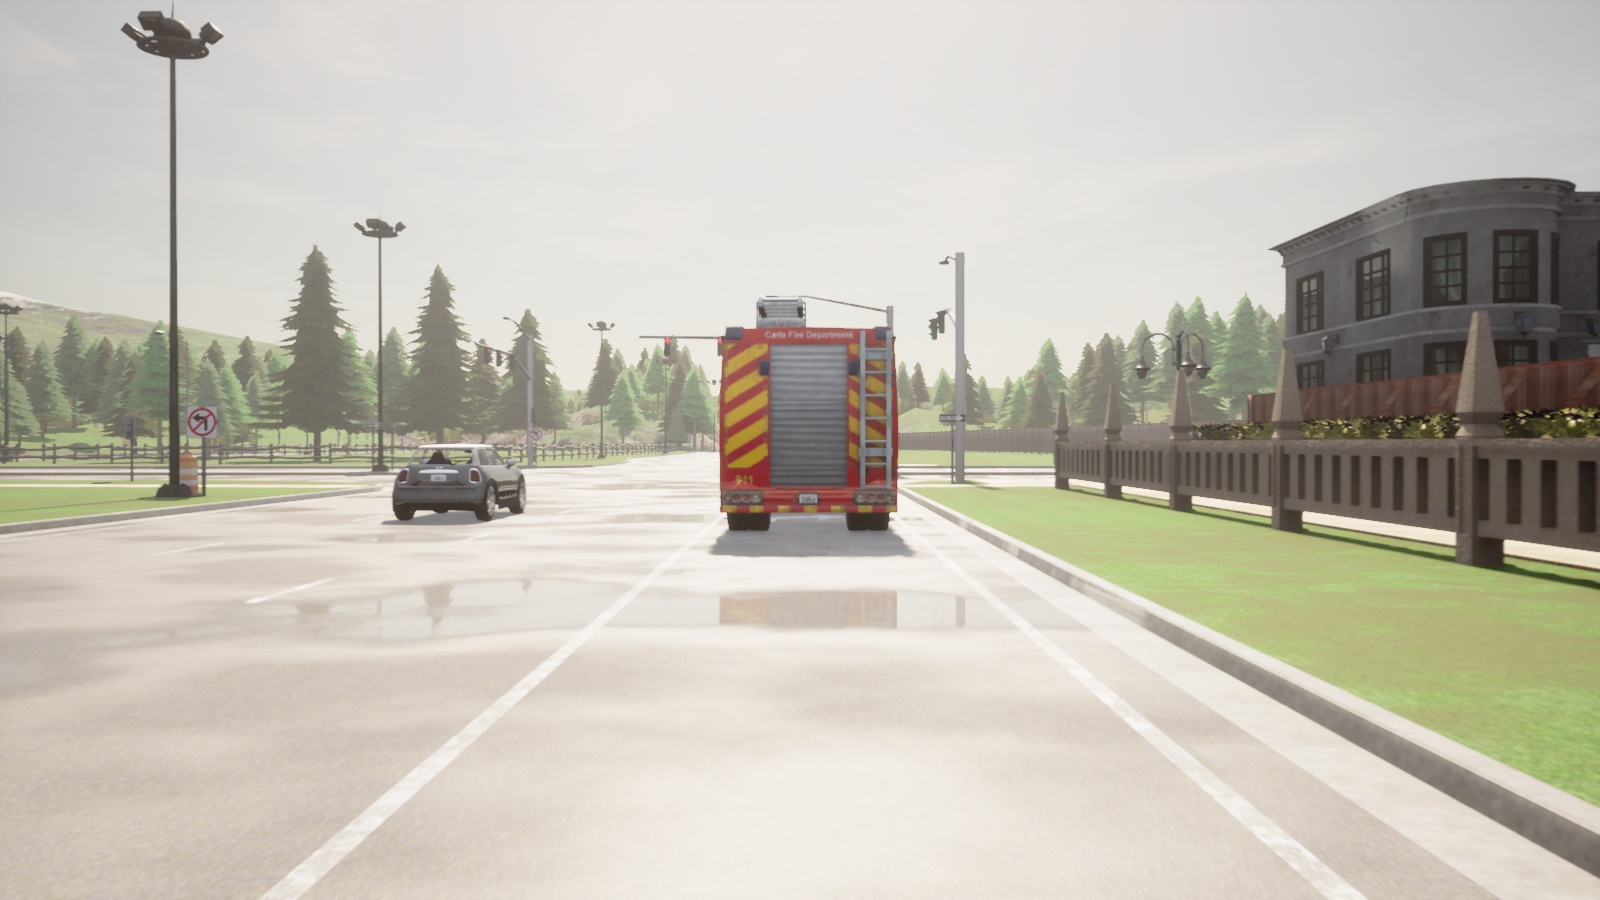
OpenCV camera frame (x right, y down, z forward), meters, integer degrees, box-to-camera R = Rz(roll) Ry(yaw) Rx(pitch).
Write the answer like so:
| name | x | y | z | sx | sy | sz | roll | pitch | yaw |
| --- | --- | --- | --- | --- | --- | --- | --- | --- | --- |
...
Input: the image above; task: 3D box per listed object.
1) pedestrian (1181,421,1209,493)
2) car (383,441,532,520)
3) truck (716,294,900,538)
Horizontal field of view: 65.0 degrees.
| name | x | y | z | sx | sy | sz | roll | pitch | yaw |
| --- | --- | --- | --- | --- | --- | --- | --- | --- | --- |
| pedestrian | 10.346 | 0.178 | 32.907 | 0.540 | 1.848 | 0.694 | 0 | 0 | 3 |
| car | -6.839 | 0.563 | 25.497 | 1.970 | 1.475 | 3.806 | 0 | 0 | 0 |
| truck | 0.153 | -0.553 | 23.972 | 2.891 | 3.827 | 8.468 | 0 | 0 | 0 |
